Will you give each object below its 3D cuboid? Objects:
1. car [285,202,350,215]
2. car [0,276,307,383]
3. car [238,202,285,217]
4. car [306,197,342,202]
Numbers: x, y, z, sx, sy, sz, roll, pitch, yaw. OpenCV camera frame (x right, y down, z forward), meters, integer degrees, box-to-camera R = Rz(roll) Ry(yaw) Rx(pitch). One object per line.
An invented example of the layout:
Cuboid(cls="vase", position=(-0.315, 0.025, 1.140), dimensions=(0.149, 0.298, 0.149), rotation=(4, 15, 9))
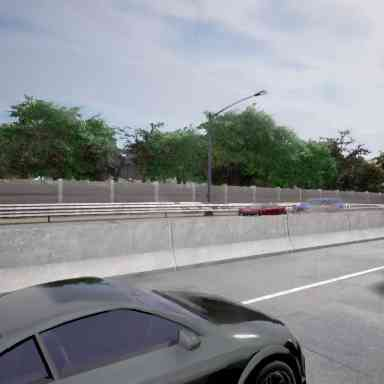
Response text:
Cuboid(cls="car", position=(9.097, 1.658, 23.311), dimensions=(5.008, 1.535, 1.882), rotation=(1, -1, -35))
Cuboid(cls="car", position=(-0.842, 1.566, 3.152), dimensions=(4.181, 1.385, 1.994), rotation=(0, 0, -35))
Cuboid(cls="car", position=(6.317, 1.685, 29.921), dimensions=(5.008, 1.535, 1.882), rotation=(1, -1, -35))
Cuboid(cls="car", position=(11.131, 1.492, 29.044), dimensions=(5.566, 2.045, 2.150), rotation=(1, -1, -35))
